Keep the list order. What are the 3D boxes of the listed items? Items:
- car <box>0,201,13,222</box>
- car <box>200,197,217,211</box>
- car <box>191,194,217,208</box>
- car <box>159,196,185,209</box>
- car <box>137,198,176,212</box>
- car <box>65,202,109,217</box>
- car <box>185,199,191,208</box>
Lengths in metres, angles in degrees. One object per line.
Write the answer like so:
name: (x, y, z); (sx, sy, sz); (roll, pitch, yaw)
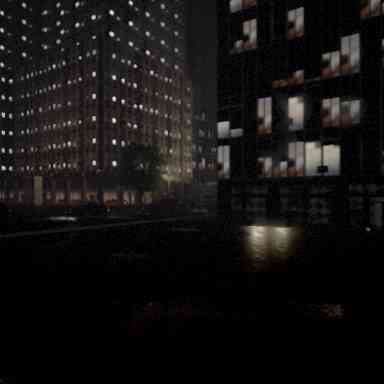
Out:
car: (-15.751, 1.386, 24.242); (2.097, 1.767, 4.553); (0, 0, 35)
car: (3.333, 1.650, 41.755); (1.752, 1.417, 4.829); (0, 0, 35)
car: (2.735, 1.378, 50.975); (2.150, 2.045, 5.566); (0, 1, 35)
car: (-3.665, 1.460, 46.371); (2.192, 1.841, 5.009); (0, 0, 35)
car: (-4.477, 1.720, 40.608); (1.895, 1.301, 4.718); (0, 0, 35)
car: (-10.147, 1.642, 32.389); (1.994, 1.385, 4.181); (0, 0, 34)
car: (-0.432, 1.731, 51.061); (1.947, 1.339, 4.313); (0, 0, 35)
